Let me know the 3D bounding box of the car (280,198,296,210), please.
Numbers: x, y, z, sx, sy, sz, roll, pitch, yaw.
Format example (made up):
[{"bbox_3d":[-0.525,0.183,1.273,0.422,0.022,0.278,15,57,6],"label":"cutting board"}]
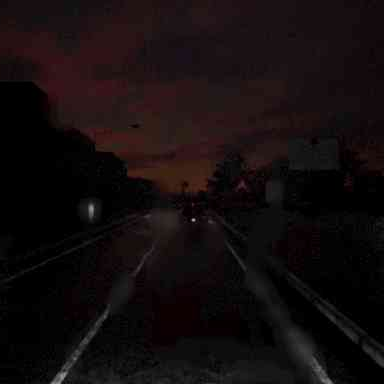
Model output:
[{"bbox_3d":[18.415,2.018,55.868,5.566,2.045,2.435,0,-2,-1],"label":"car"}]

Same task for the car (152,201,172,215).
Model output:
[{"bbox_3d":[-3.375,1.823,37.639,1.837,1.490,4.892,0,-1,0],"label":"car"}]

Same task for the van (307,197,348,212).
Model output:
[{"bbox_3d":[18.419,1.723,44.697,4.442,1.987,1.878,0,-1,0],"label":"van"}]

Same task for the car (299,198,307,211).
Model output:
[{"bbox_3d":[18.698,2.016,47.487,5.366,1.575,1.946,0,-1,0],"label":"car"}]

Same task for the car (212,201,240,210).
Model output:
[{"bbox_3d":[6.122,2.431,60.293,5.008,1.535,2.097,0,-2,-1],"label":"car"}]

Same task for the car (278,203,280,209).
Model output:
[{"bbox_3d":[18.401,2.373,58.649,4.892,1.521,2.231,0,-2,-1],"label":"car"}]

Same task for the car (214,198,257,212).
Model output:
[{"bbox_3d":[6.078,1.956,45.237,5.366,1.575,1.946,0,-1,0],"label":"car"}]

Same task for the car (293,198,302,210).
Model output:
[{"bbox_3d":[18.676,2.089,50.147,5.366,1.575,1.946,0,-2,0],"label":"car"}]

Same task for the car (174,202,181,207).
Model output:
[{"bbox_3d":[-3.422,3.185,79.251,1.837,1.490,4.892,0,-4,0],"label":"car"}]

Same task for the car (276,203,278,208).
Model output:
[{"bbox_3d":[18.345,2.222,61.326,5.566,2.045,2.435,0,-2,-1],"label":"car"}]

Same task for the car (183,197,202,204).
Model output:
[{"bbox_3d":[0.068,1.598,40.463,2.150,2.045,5.566,0,-1,0],"label":"car"}]

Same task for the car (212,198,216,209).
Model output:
[{"bbox_3d":[6.183,2.070,57.387,5.566,2.045,2.435,0,-2,-1],"label":"car"}]

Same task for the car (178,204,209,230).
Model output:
[{"bbox_3d":[0.092,1.748,22.839,1.994,1.385,4.181,0,0,0],"label":"car"}]

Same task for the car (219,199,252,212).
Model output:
[{"bbox_3d":[6.270,1.907,48.159,4.553,1.767,2.185,0,-1,0],"label":"car"}]

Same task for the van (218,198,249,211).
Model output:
[{"bbox_3d":[6.330,1.895,51.198,4.442,1.987,1.878,0,-2,0],"label":"van"}]
